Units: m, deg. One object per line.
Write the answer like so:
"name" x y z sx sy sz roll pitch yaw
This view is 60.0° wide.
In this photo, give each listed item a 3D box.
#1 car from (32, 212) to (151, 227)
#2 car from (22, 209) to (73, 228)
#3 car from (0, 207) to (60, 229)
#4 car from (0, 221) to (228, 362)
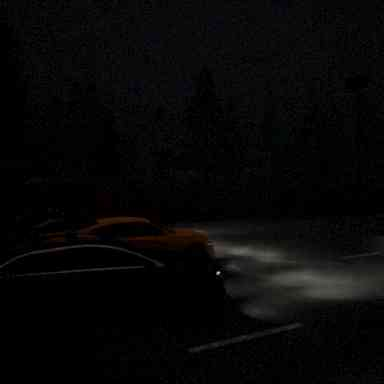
"car" -1.746 1.448 9.556 5.008 1.535 1.882 0 0 -26
"car" -3.675 1.494 12.526 4.674 1.442 1.812 0 0 -26
"car" -6.288 1.462 15.134 4.902 1.511 2.128 0 0 -26
"car" -1.718 1.478 5.683 4.902 1.511 2.128 0 0 -26
